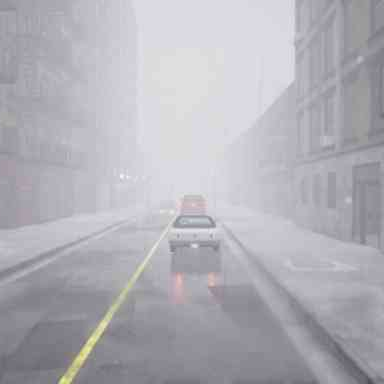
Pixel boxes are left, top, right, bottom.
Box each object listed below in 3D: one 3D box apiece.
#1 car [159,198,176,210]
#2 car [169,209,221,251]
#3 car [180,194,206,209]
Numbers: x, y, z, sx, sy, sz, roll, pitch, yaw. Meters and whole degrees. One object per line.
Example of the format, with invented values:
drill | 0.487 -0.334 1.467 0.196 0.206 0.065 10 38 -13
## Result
car | -3.088 1.531 42.916 2.033 1.411 5.357 0 0 0
car | 0.100 1.596 13.944 1.895 1.301 4.718 0 0 0
car | 0.099 1.209 30.491 2.150 2.045 5.566 0 0 0
